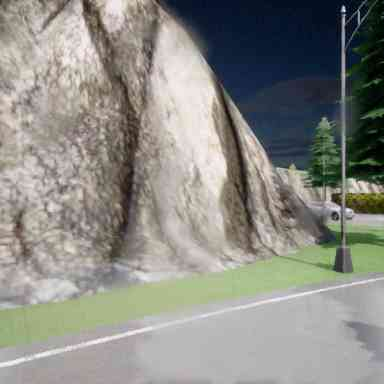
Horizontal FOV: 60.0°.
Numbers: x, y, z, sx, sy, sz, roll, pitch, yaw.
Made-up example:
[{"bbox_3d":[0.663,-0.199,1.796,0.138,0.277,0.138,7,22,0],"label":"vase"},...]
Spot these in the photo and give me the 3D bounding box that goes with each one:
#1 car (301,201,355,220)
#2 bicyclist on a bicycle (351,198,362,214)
[{"bbox_3d":[11.314,1.526,27.989,1.812,1.442,4.674,0,0,-28],"label":"car"},{"bbox_3d":[16.488,1.453,33.370,1.656,1.620,0.582,0,0,-28],"label":"bicyclist on a bicycle"}]
